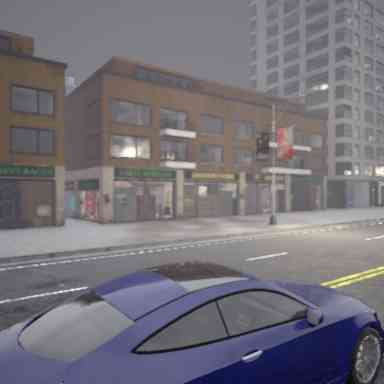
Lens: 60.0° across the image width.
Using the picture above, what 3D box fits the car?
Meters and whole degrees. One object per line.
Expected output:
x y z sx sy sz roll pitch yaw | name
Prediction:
0.212 1.516 3.592 4.674 1.442 1.812 0 0 -35 | car
